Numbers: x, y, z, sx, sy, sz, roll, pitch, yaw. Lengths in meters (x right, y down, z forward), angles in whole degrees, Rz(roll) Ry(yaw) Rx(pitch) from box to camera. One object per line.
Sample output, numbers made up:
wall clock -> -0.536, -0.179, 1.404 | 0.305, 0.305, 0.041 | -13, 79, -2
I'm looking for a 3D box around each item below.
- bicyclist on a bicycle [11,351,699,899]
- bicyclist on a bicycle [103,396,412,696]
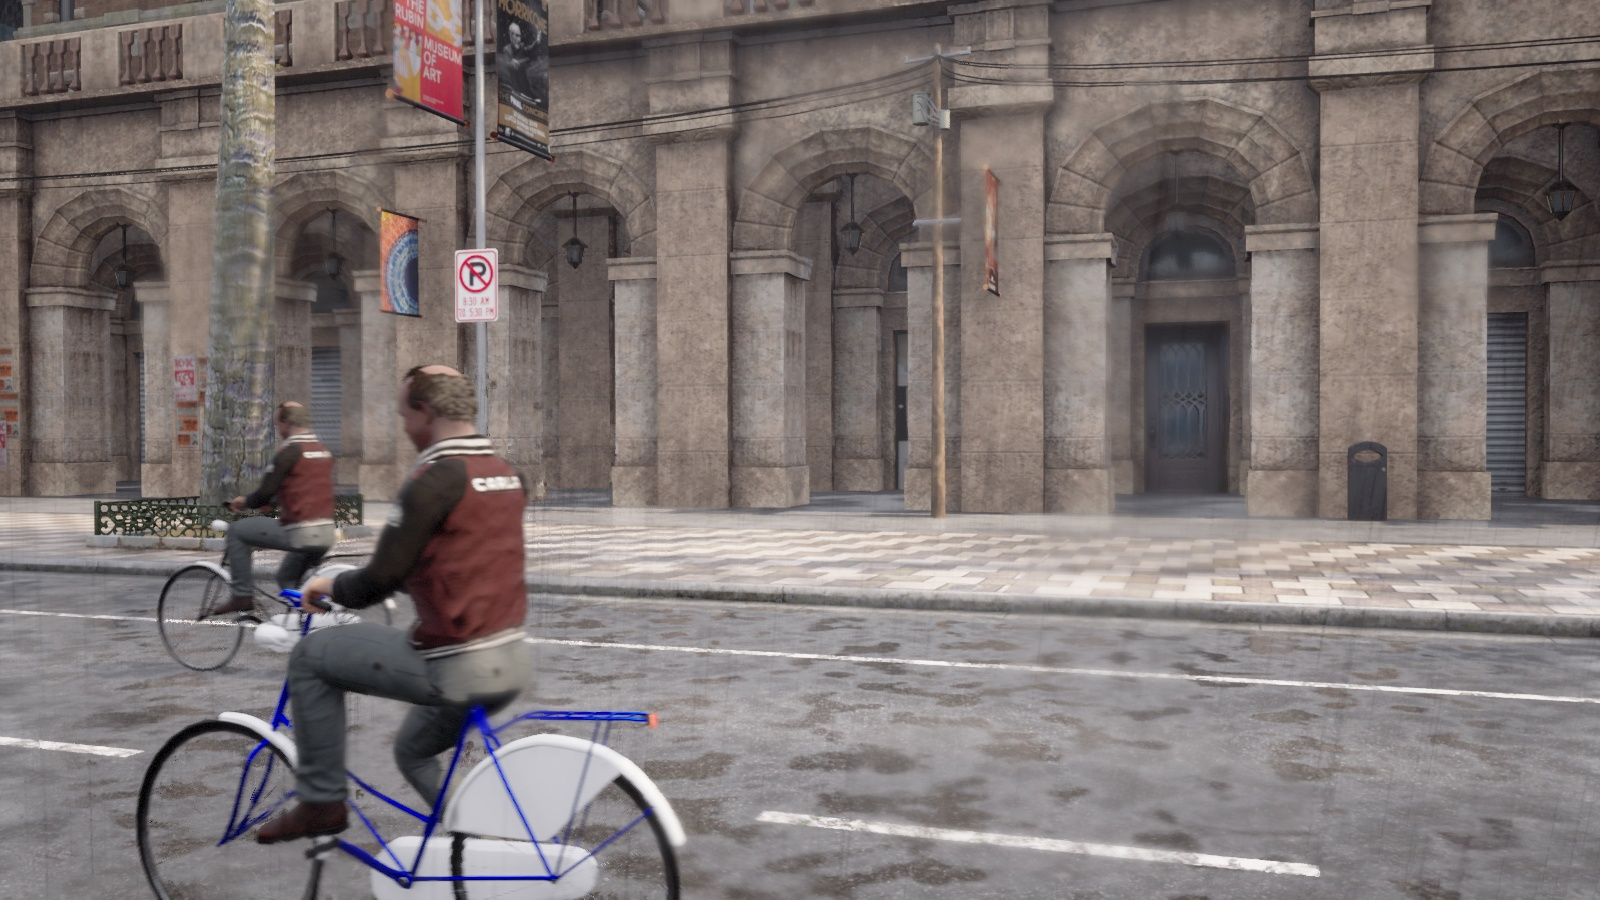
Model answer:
bicyclist on a bicycle -> -1.278, 0.634, 3.618 | 1.843, 1.776, 0.659 | 1, 1, 18
bicyclist on a bicycle -> -3.467, 0.555, 8.031 | 1.843, 1.776, 0.659 | 1, 1, 18
